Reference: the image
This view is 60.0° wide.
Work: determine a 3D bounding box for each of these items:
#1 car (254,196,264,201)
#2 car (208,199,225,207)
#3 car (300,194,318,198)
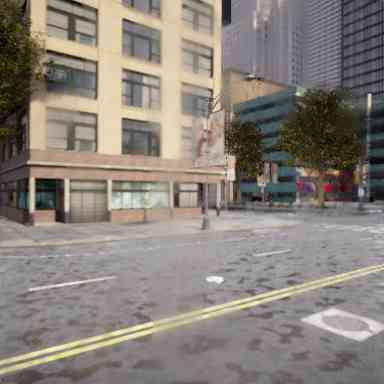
[{"bbox_3d":[16.684,1.707,87.367,2.161,1.482,4.786,0,0,-36],"label":"car"},{"bbox_3d":[3.281,1.754,53.134,1.895,1.301,4.718,0,0,-36],"label":"car"},{"bbox_3d":[27.171,1.632,79.897,2.002,1.452,4.674,0,0,-36],"label":"car"}]
